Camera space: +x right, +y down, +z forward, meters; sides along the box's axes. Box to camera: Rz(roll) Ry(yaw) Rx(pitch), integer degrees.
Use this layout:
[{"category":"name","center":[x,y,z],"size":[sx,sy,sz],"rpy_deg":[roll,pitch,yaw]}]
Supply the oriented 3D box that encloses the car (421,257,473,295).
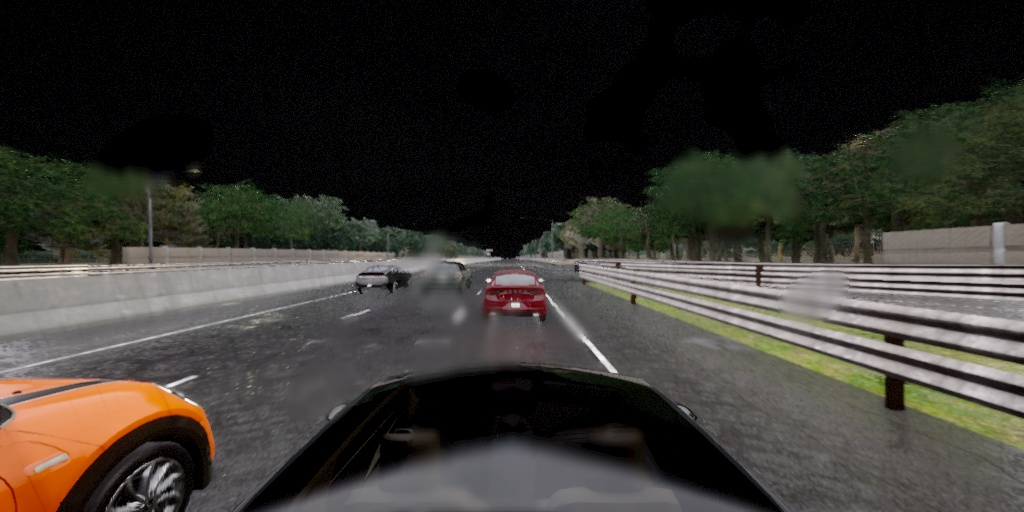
[{"category":"car","center":[-3.403,1.083,19.792],"size":[2.097,1.767,4.553],"rpy_deg":[0,0,0]}]

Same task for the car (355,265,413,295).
[{"category":"car","center":[-6.903,1.223,19.807],"size":[2.128,1.511,4.902],"rpy_deg":[0,0,0]}]

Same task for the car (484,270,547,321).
[{"category":"car","center":[0.098,1.215,12.493],"size":[1.882,1.535,5.008],"rpy_deg":[0,0,0]}]

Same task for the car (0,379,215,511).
[{"category":"car","center":[-3.400,1.103,0.931],"size":[2.097,1.767,4.553],"rpy_deg":[0,0,0]}]

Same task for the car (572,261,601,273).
[{"category":"car","center":[8.160,1.210,39.348],"size":[1.994,1.385,4.181],"rpy_deg":[-2,1,-16]}]
